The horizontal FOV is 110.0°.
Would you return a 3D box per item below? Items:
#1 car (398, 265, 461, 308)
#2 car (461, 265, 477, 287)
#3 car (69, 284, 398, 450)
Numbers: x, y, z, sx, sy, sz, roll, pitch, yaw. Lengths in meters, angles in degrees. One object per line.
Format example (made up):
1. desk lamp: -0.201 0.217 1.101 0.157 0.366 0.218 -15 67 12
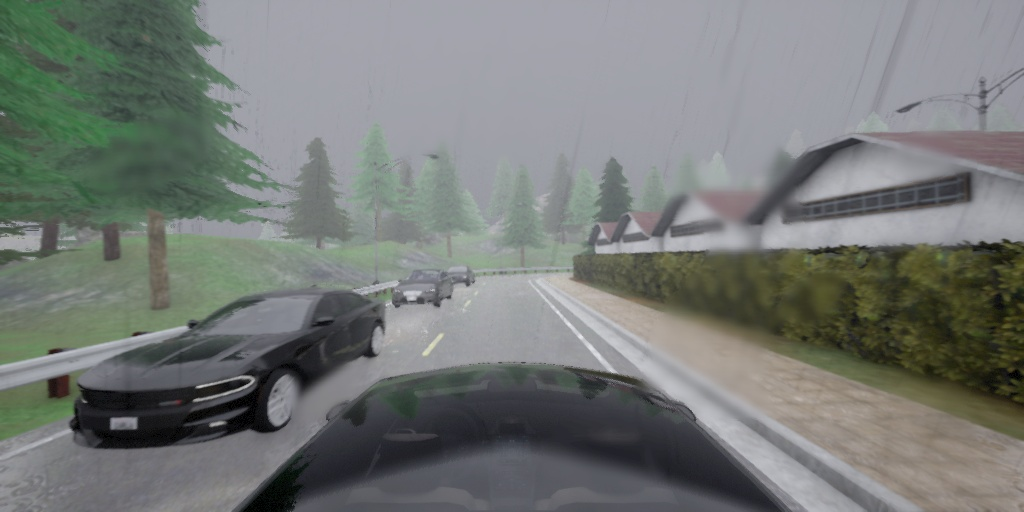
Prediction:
1. car: -3.772 1.329 15.871 2.128 1.511 4.902 -1 0 -1
2. car: -3.802 1.391 26.098 1.812 1.442 4.674 -1 0 1
3. car: -3.630 1.285 5.816 1.882 1.535 5.008 -1 0 -1
